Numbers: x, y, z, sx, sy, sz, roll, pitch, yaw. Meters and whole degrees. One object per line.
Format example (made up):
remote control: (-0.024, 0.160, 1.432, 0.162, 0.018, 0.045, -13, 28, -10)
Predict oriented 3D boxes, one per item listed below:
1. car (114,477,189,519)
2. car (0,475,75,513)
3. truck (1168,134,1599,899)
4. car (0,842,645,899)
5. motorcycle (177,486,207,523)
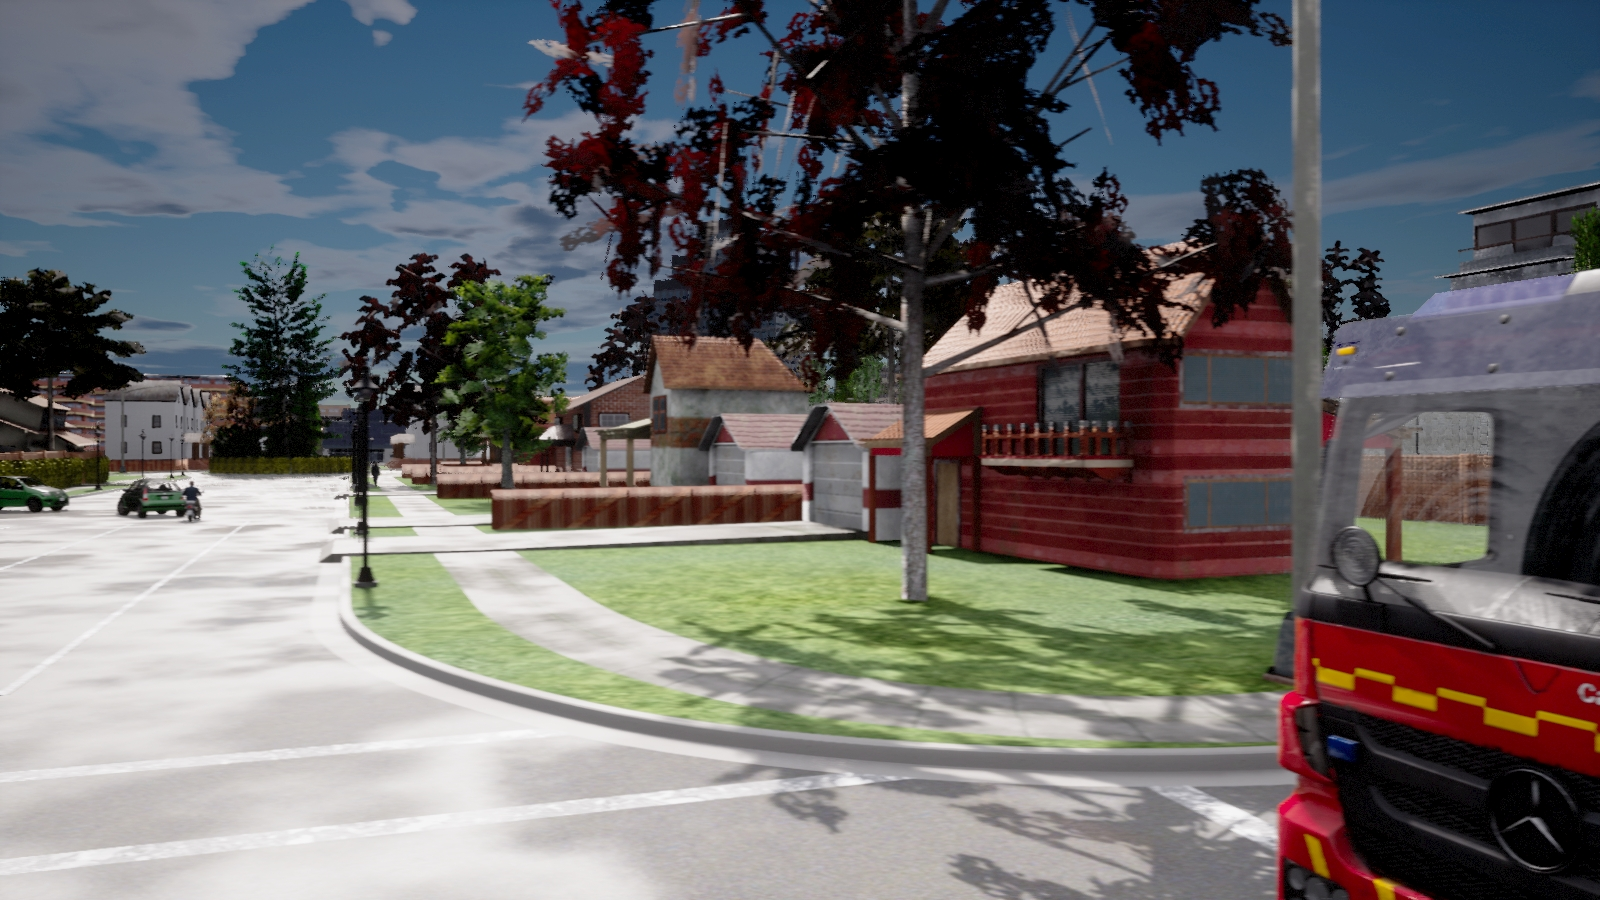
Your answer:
car: (-27.920, 2.037, 49.157, 1.851, 1.617, 3.988, 0, 0, -45)
car: (-35.469, 1.980, 51.828, 3.988, 1.617, 1.851, 0, 0, 0)
truck: (6.337, 0.881, 5.848, 8.468, 3.827, 2.891, 0, 0, -20)
car: (-3.046, 2.103, 2.636, 5.357, 1.411, 2.033, 0, 0, -9)
motorcycle: (-24.293, 2.162, 45.665, 0.856, 1.341, 1.805, 0, 1, -22)
